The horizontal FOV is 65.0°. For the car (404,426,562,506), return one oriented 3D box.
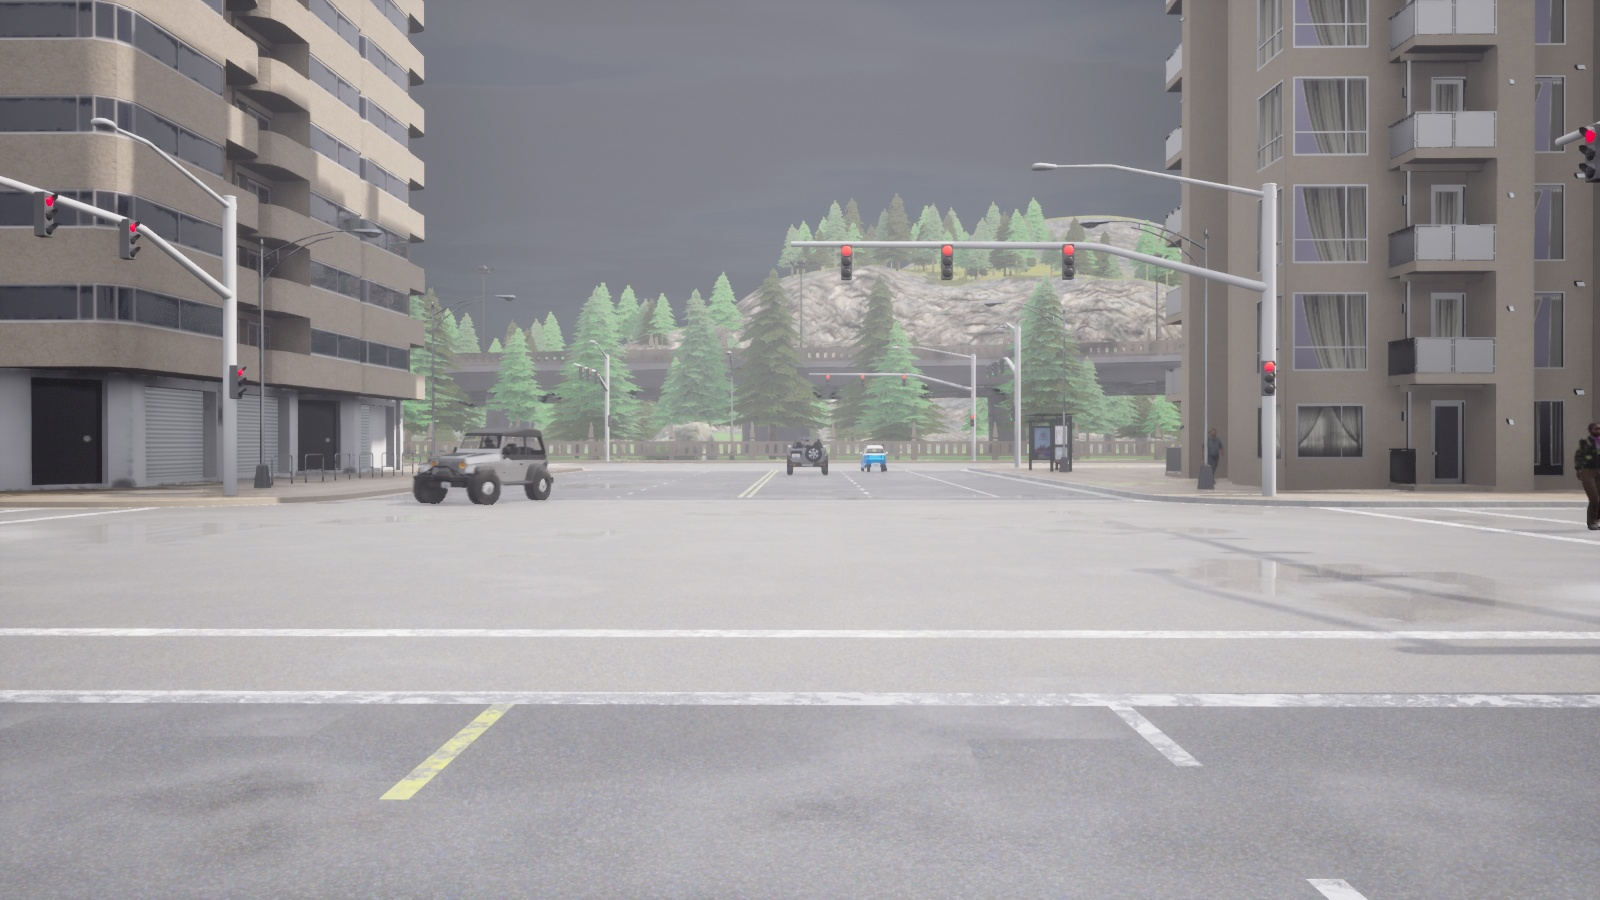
[{"bbox_3d":[-7.851,0.358,31.456,1.905,1.878,3.866,0,0,22],"label":"car"}]

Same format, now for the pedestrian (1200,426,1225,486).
[{"bbox_3d":[12.835,0.195,39.049,0.540,1.848,0.694,0,0,-1],"label":"pedestrian"}]

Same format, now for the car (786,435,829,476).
[{"bbox_3d":[0.350,0.229,59.258,1.932,1.855,4.605,0,0,0],"label":"car"}]

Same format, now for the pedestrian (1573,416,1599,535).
[{"bbox_3d":[13.094,0.410,20.665,0.395,1.930,0.692,0,0,8],"label":"pedestrian"}]

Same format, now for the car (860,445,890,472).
[{"bbox_3d":[3.885,0.436,65.278,1.481,1.376,2.207,0,1,1],"label":"car"}]
